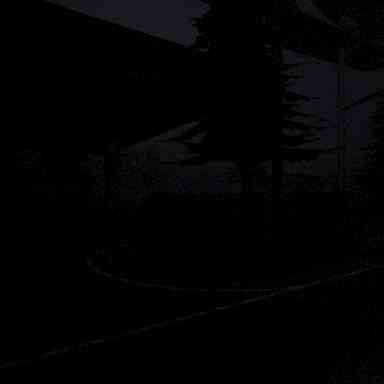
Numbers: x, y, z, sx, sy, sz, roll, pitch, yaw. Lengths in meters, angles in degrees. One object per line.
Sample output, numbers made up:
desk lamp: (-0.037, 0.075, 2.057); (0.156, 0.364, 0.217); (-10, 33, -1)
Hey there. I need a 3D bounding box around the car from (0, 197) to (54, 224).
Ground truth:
car: (-11.955, 1.313, 23.487); (3.866, 1.878, 1.905); (0, 0, -36)
